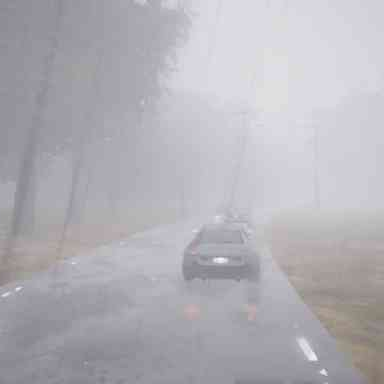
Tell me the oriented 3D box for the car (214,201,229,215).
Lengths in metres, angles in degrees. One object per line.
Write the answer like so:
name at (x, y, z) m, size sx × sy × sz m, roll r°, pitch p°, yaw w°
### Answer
car at (3.985, 1.643, 35.895) m, size 2.033 × 1.411 × 5.357 m, roll -1°, pitch 0°, yaw 21°

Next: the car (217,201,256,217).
car at (3.475, 1.643, 23.866) m, size 2.033 × 1.411 × 5.357 m, roll 0°, pitch 0°, yaw 15°

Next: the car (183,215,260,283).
car at (0.901, 1.616, 9.933) m, size 1.994 × 1.385 × 4.181 m, roll 0°, pitch 0°, yaw 6°
